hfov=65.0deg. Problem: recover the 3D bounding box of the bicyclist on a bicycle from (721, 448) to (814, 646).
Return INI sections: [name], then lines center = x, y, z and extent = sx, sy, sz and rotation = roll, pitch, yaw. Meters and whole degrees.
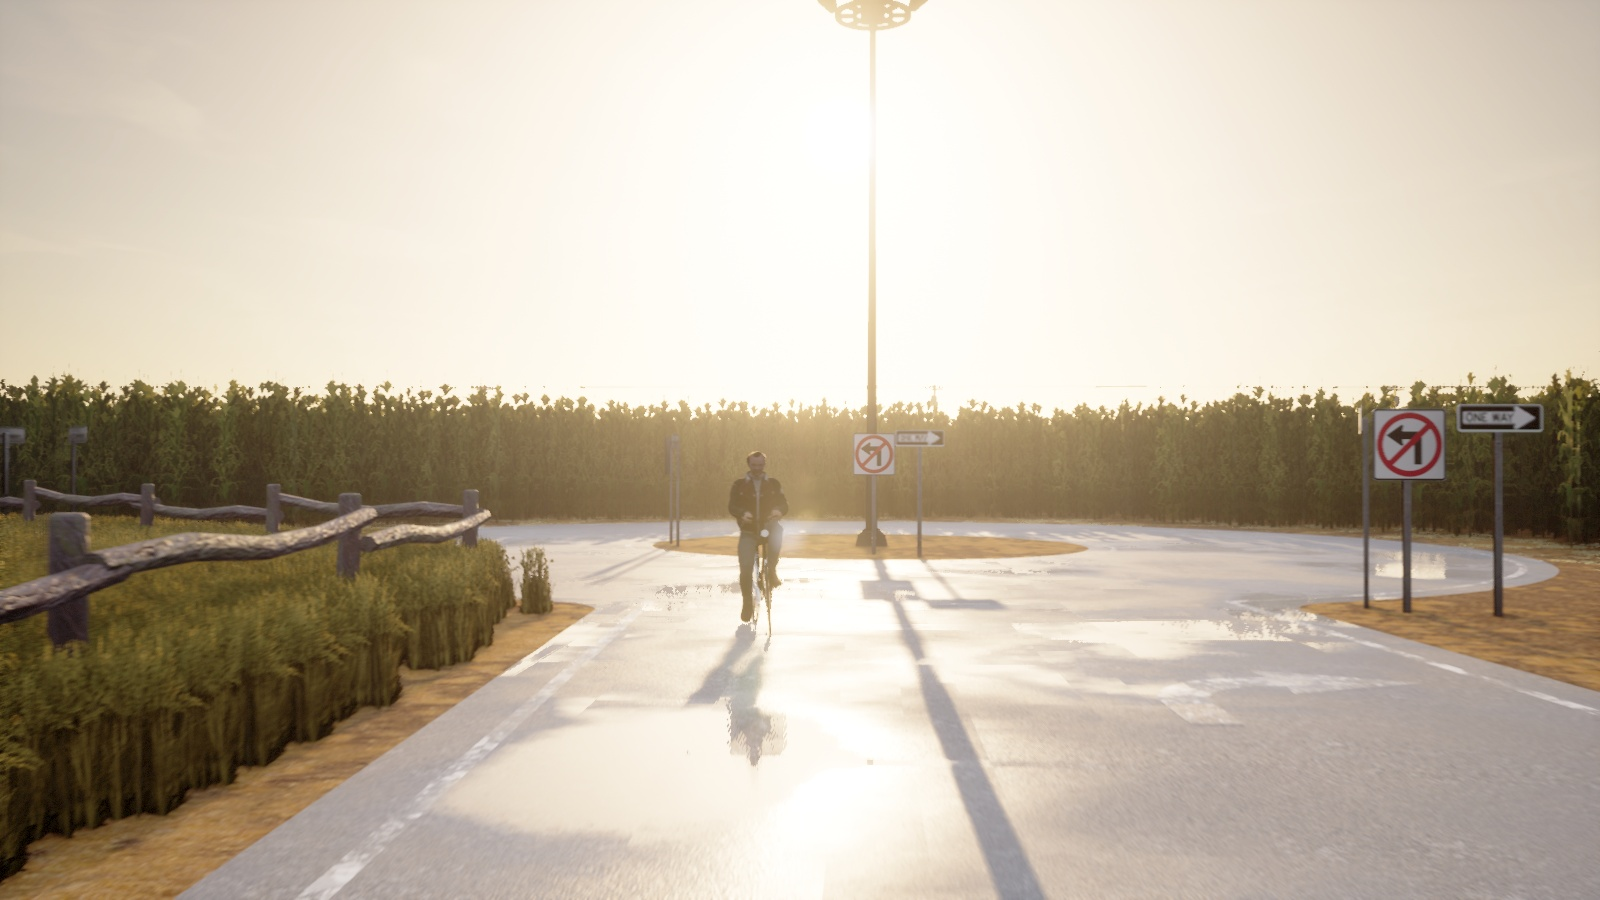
[bicyclist on a bicycle]
center = -0.353, 0.893, 12.303
extent = 0.659, 1.776, 1.843
rotation = -1, -1, -8
